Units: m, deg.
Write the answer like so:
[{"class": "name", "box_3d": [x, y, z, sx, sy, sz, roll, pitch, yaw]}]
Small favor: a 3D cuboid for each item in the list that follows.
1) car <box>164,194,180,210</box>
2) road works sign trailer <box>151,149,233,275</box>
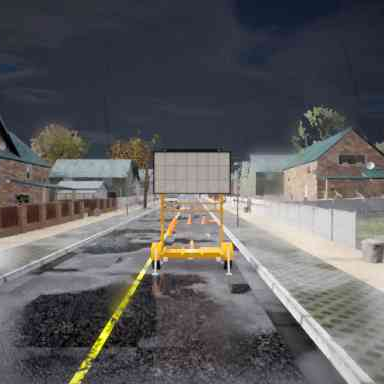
[{"class": "car", "box_3d": [-2.741, 1.224, 43.142, 2.150, 2.045, 5.566, 0, 0, 0]}, {"class": "road works sign trailer", "box_3d": [0.002, 0.467, 10.417, 2.380, 3.560, 2.880, 0, 0, 0]}]
